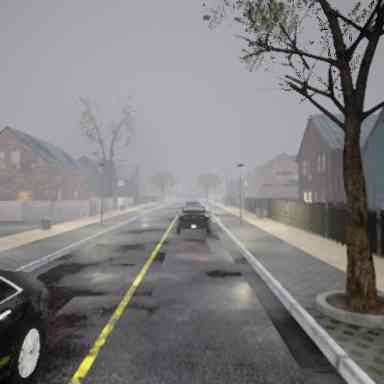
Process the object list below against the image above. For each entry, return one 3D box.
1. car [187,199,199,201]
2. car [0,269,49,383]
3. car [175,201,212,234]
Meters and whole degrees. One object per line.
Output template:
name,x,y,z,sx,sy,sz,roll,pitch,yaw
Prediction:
car,0.087,1.541,41.205,1.882,1.535,5.008,0,0,0
car,-2.820,1.505,2.557,1.837,1.490,4.892,0,0,0
car,0.091,1.519,19.405,1.837,1.490,4.892,0,0,0
